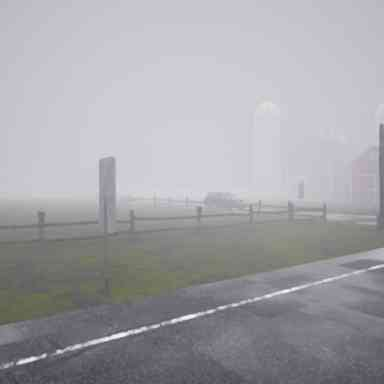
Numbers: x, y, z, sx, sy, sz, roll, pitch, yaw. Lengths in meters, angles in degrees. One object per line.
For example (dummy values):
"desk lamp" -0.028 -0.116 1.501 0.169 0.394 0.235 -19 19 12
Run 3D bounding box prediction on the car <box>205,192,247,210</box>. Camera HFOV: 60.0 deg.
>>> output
"car" 3.685 0.990 37.199 2.150 2.045 5.566 0 1 -36

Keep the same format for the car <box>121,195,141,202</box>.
"car" -10.589 1.135 57.085 1.895 1.301 4.718 0 1 -35
